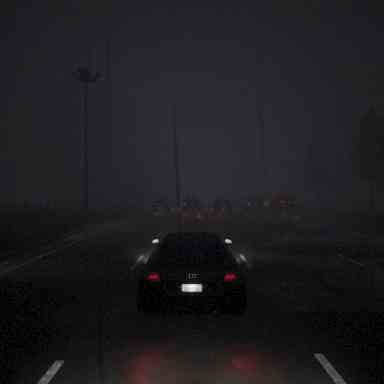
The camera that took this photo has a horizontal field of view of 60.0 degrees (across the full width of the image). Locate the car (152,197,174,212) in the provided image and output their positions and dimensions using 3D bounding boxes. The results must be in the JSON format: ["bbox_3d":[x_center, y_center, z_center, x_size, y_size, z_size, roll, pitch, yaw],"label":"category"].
[{"bbox_3d":[-3.499,1.505,38.878,1.837,1.490,4.892,0,0,0],"label":"car"}]

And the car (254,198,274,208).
[{"bbox_3d":[10.494,1.601,48.872,1.895,1.301,4.718,0,0,0],"label":"car"}]

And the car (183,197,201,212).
[{"bbox_3d":[0.001,1.352,38.861,2.097,1.767,4.553,0,0,0],"label":"car"}]

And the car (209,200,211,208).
[{"bbox_3d":[3.494,1.601,48.895,1.895,1.301,4.718,0,0,0],"label":"car"}]

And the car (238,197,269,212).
[{"bbox_3d":[6.998,1.352,38.421,2.097,1.767,4.553,0,0,0],"label":"car"}]

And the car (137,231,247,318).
[{"bbox_3d":[-0.002,1.564,7.539,1.994,1.385,4.181,0,0,0],"label":"car"}]

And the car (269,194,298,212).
[{"bbox_3d":[10.499,1.221,38.371,2.150,2.045,5.566,0,0,0],"label":"car"}]

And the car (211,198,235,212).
[{"bbox_3d":[3.498,1.505,38.623,1.837,1.490,4.892,0,0,0],"label":"car"}]

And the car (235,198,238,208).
[{"bbox_3d":[6.990,1.547,48.161,2.033,1.411,5.357,0,0,0],"label":"car"}]
